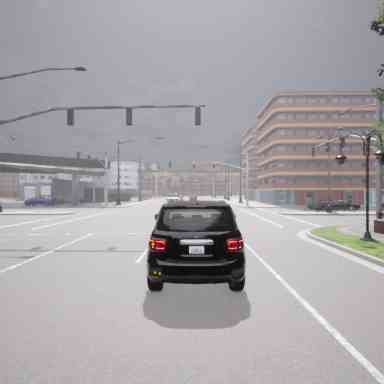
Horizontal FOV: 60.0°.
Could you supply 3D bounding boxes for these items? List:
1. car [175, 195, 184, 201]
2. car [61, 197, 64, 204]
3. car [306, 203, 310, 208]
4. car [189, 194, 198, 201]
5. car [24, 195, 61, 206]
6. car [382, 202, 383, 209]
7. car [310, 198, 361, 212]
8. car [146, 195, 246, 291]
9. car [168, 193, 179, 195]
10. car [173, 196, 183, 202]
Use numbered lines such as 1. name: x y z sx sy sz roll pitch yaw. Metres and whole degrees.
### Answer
1. car: -3.244 1.514 85.480 2.128 1.511 4.902 0 0 0
2. car: -23.974 1.456 56.867 3.806 1.475 1.970 0 0 1
3. car: 16.723 1.505 41.148 4.892 1.490 1.837 0 0 1
4. car: 0.287 1.372 81.202 2.128 1.511 4.902 0 0 0
5. car: -23.263 1.295 51.115 4.611 1.667 2.242 0 0 1
6. car: 25.895 1.352 41.061 4.553 1.767 2.097 0 0 0
7. car: 16.337 1.601 37.672 4.718 1.301 1.895 0 0 -3
8. car: 0.095 1.221 9.164 2.150 2.045 5.566 0 0 0
9. car: -3.066 1.221 54.541 2.150 2.045 5.566 0 0 2
10. car: -3.168 1.540 75.151 2.033 1.411 5.357 0 0 0
